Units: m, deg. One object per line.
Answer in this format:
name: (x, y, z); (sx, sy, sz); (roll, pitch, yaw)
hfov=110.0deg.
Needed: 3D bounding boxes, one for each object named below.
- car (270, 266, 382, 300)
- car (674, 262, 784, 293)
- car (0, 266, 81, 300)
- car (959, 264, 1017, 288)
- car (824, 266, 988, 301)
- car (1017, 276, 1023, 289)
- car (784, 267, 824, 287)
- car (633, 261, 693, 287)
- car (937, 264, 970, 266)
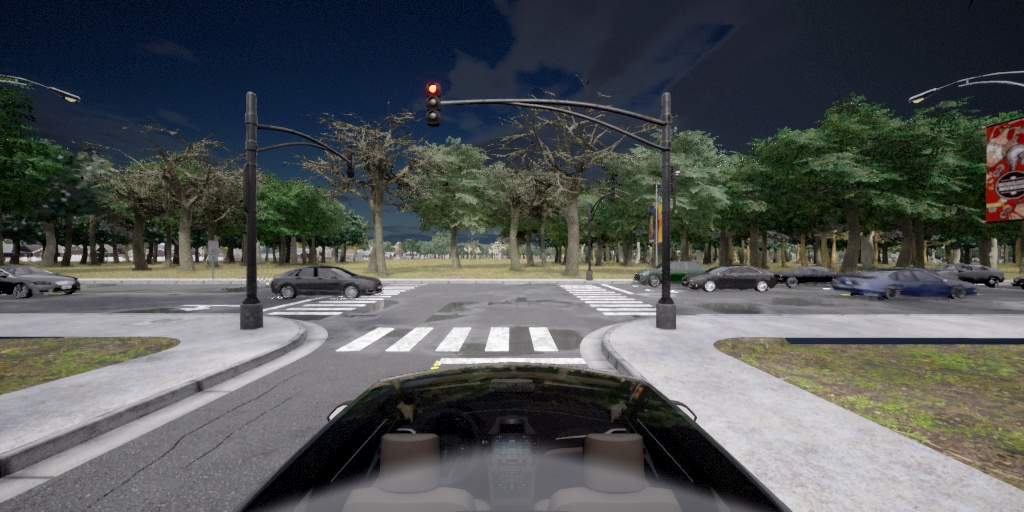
car: (-8.738, 1.246, 17.095); (4.892, 1.490, 1.837); (0, 0, 0)
car: (12.329, 1.269, 20.553); (4.892, 1.490, 1.837); (0, 0, 0)
car: (-23.683, 1.218, 17.093); (4.902, 1.511, 2.128); (0, 0, 0)
car: (29.402, 1.278, 23.803); (4.902, 1.511, 2.128); (0, 0, 0)
car: (18.551, 1.325, 17.105); (5.357, 1.411, 2.033); (0, 0, 0)
car: (32.406, 1.343, 20.548); (5.357, 1.411, 2.033); (0, 0, 0)
car: (19.466, 1.371, 23.806); (4.718, 1.301, 1.895); (0, 0, 0)
car: (10.482, 1.109, 23.801); (4.553, 1.767, 2.097); (0, 0, 0)
car: (22.190, 1.326, 20.554); (5.357, 1.411, 2.033); (0, 0, 0)
